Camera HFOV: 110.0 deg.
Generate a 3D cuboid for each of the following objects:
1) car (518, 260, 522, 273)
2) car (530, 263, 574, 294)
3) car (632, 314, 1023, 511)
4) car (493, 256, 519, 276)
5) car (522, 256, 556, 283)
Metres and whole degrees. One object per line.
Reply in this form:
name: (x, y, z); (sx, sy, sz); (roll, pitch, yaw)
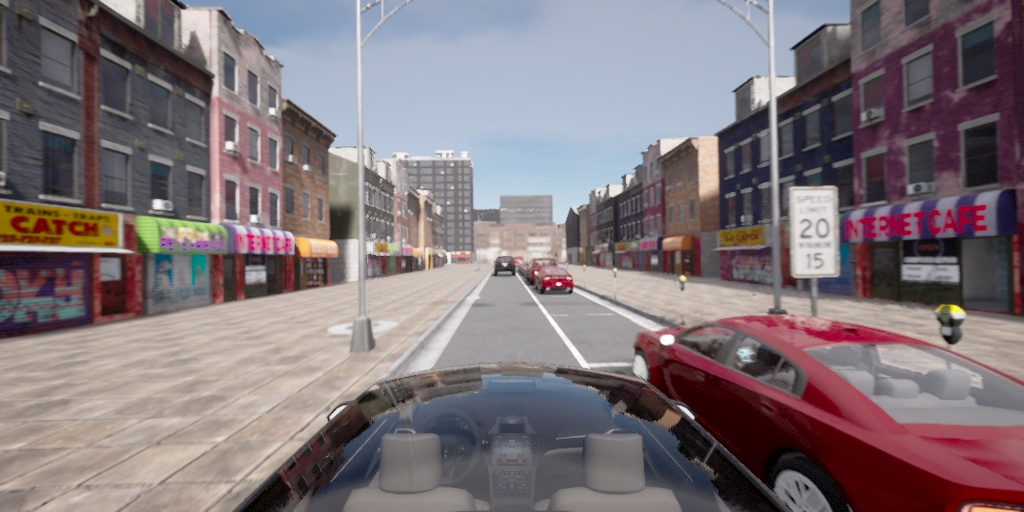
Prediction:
car: (1.846, 1.300, 36.180); (1.802, 1.307, 4.207); (0, 0, -1)
car: (2.249, 1.250, 19.873); (1.888, 1.381, 4.507); (0, 0, -1)
car: (2.653, 1.250, 3.567); (1.888, 1.381, 4.507); (0, 0, -1)
car: (-0.733, 0.985, 37.145); (2.150, 2.045, 5.566); (-1, 0, -1)
car: (2.115, 1.022, 25.309); (2.192, 1.841, 5.009); (0, 0, -1)
